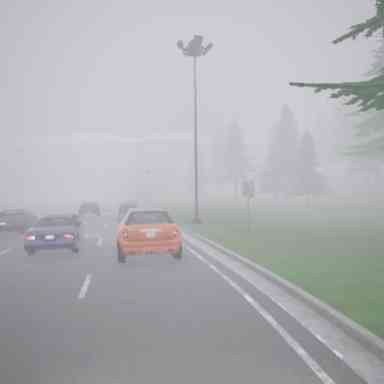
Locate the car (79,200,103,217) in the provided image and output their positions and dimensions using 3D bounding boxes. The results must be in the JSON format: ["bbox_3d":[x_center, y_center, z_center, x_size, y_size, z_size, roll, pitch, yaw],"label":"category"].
[{"bbox_3d":[-9.702,1.580,31.912,1.837,1.490,4.892,-1,0,-13],"label":"car"}]

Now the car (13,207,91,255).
[{"bbox_3d":[-5.484,1.595,13.789,2.033,1.411,5.357,-1,0,-15],"label":"car"}]

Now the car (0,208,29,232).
[{"bbox_3d":[-10.559,1.665,19.811,1.994,1.385,4.181,-1,0,-12],"label":"car"}]

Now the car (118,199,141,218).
[{"bbox_3d":[-5.969,1.510,31.300,1.882,1.535,5.008,-1,0,-13],"label":"car"}]

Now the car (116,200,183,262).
[{"bbox_3d":[-1.732,1.357,12.506,2.097,1.767,4.553,-1,0,-12],"label":"car"}]
